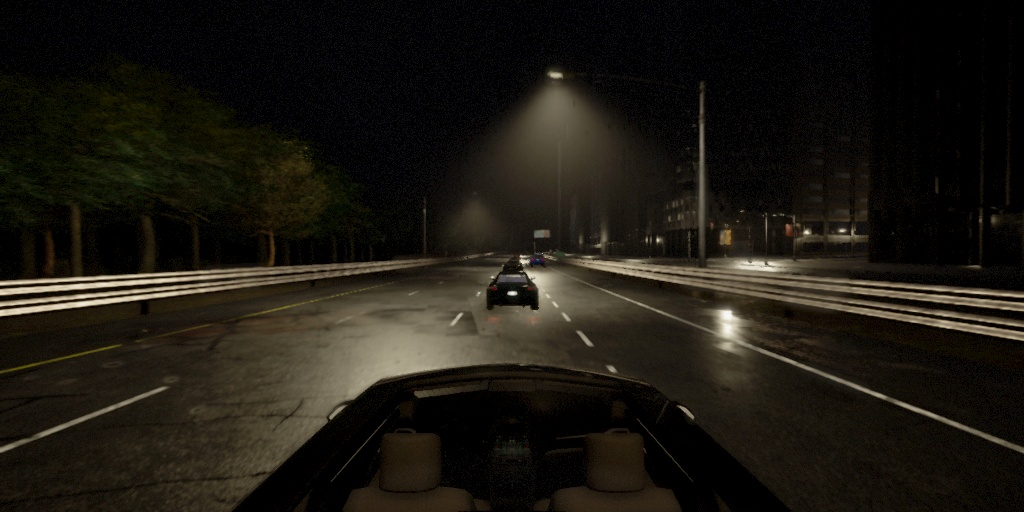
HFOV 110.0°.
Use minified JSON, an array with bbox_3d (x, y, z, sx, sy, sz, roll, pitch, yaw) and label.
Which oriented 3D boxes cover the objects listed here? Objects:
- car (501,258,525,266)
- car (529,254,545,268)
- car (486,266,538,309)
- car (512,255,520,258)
[{"bbox_3d":[0.108,1.169,32.860,1.837,1.490,4.892,0,0,0],"label":"car"},{"bbox_3d":[3.921,0.737,56.325,2.150,2.045,5.566,0,1,1],"label":"car"},{"bbox_3d":[0.021,1.299,14.832,1.994,1.385,4.181,0,0,0],"label":"car"},{"bbox_3d":[0.314,1.025,55.375,1.837,1.490,4.892,0,0,1],"label":"car"}]
